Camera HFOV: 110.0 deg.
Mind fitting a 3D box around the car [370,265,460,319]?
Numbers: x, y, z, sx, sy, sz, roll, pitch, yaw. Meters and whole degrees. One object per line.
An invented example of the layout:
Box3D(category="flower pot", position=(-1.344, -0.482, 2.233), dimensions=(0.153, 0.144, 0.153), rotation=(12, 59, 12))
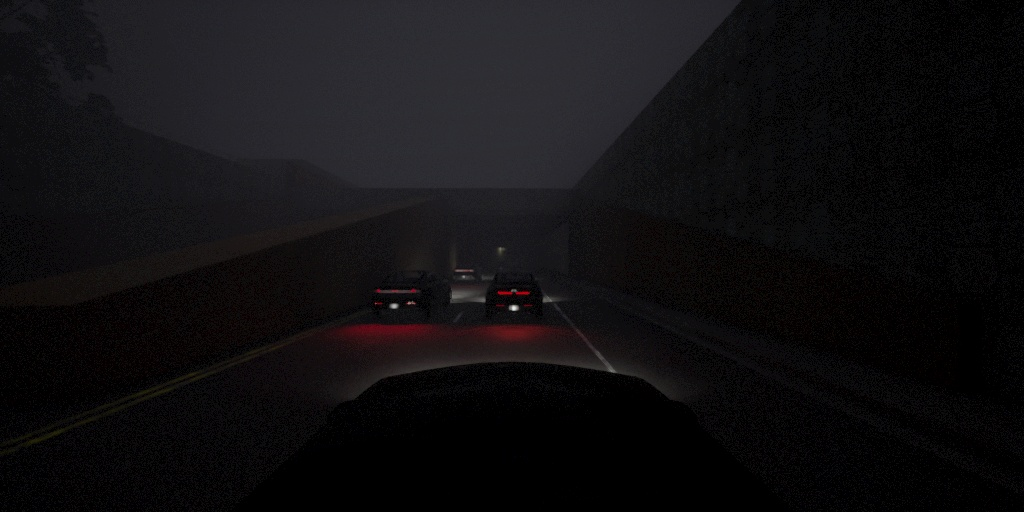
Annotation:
Box3D(category="car", position=(-3.429, 1.251, 12.887), dimensions=(2.128, 1.511, 4.902), rotation=(0, 0, 0))

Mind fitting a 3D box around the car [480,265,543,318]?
Box3D(category="car", position=(0.072, 1.265, 12.934), dimensions=(1.837, 1.490, 4.892), rotation=(0, 0, 0))

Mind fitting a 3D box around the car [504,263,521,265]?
Box3D(category="car", position=(0.071, 1.278, 28.024), dimensions=(1.837, 1.490, 4.892), rotation=(0, 0, 0))

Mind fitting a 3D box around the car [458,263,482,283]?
Box3D(category="car", position=(-3.431, 1.264, 27.954), dimensions=(2.128, 1.511, 4.902), rotation=(0, 0, 0))
